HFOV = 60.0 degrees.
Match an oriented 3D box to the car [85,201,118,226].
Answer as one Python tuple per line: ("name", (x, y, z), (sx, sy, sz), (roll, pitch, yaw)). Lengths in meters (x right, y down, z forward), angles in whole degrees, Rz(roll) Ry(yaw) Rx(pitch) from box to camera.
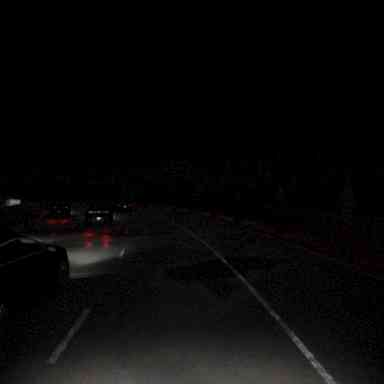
("car", (-6.854, 1.581, 24.665), (2.128, 1.511, 4.902), (0, 0, -14))

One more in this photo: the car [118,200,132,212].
("car", (-8.603, 1.704, 40.612), (1.994, 1.385, 4.181), (0, 0, -23))

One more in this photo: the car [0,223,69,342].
("car", (-3.828, 1.519, 6.233), (2.128, 1.511, 4.902), (0, 0, -3))

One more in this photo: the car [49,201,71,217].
("car", (-13.023, 1.619, 32.840), (2.128, 1.511, 4.902), (0, 0, -20))
